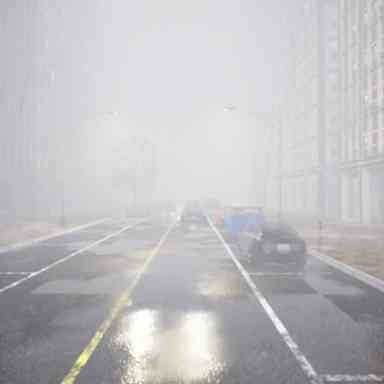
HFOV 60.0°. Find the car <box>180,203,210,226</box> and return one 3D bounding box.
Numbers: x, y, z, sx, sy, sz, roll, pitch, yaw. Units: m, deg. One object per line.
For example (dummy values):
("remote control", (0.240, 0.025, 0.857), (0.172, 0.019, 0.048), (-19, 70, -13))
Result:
("car", (0.126, 1.812, 25.566), (1.994, 1.385, 4.181), (0, -1, 0))

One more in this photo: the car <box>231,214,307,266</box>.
("car", (2.705, 1.685, 11.895), (1.947, 1.339, 4.313), (0, -1, 0))

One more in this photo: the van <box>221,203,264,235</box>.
("van", (2.712, 1.515, 17.591), (1.690, 1.788, 3.998), (0, -1, 0))

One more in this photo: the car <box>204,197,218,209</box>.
("car", (2.743, 1.750, 46.050), (2.192, 1.841, 5.009), (0, -1, 0))

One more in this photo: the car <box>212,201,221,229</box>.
("car", (2.718, 1.667, 23.281), (1.967, 1.590, 4.097), (0, -1, 0))

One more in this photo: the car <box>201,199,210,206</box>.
("car", (2.766, 2.161, 68.985), (1.752, 1.417, 4.829), (0, 0, 0))

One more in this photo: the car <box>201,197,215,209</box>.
("car", (2.755, 1.851, 57.434), (2.192, 1.841, 5.009), (0, 0, 0))

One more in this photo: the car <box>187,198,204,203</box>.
("car", (0.145, 1.751, 42.078), (2.097, 1.767, 4.553), (0, -1, 0))

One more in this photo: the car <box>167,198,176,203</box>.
("car", (-5.591, 2.374, 91.605), (2.008, 1.369, 4.403), (0, 0, 0))

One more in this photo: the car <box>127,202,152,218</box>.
("car", (-5.651, 1.855, 34.513), (1.752, 1.417, 4.829), (0, -1, 0))

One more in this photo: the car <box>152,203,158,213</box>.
("car", (-5.645, 1.933, 40.376), (2.008, 1.369, 4.403), (0, -1, 0))

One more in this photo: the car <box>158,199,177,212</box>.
("car", (-3.041, 1.980, 43.992), (1.994, 1.385, 4.181), (0, -1, 0))
